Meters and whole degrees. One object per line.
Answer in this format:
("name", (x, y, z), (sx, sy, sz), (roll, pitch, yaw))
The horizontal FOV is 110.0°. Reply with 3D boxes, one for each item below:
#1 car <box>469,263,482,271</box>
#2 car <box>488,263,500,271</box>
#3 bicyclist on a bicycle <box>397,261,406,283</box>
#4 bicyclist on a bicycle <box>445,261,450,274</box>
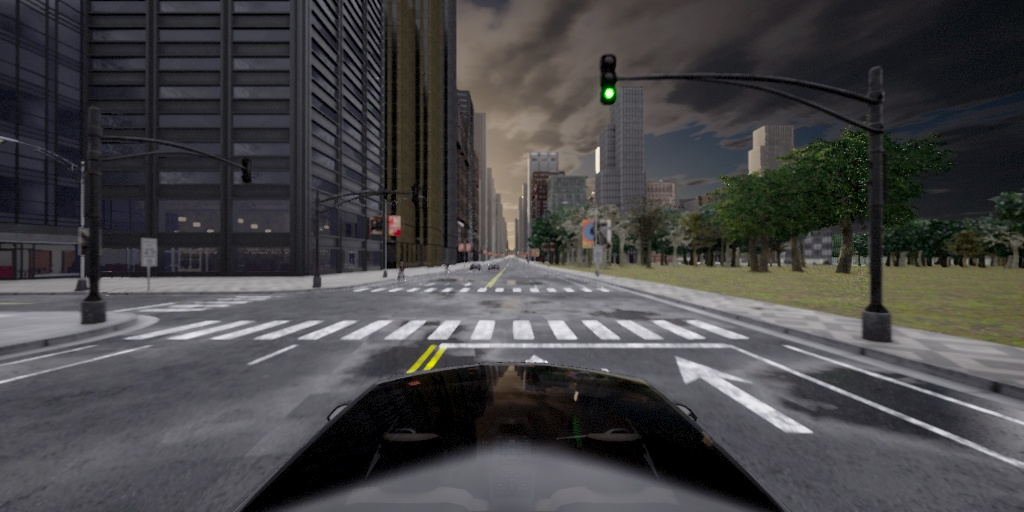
("car", (-6.470, 1.886, 64.208), (2.033, 1.411, 5.357), (0, -1, 0))
("car", (-3.220, 1.905, 64.206), (1.994, 1.385, 4.181), (0, -1, 0))
("bicyclist on a bicycle", (-8.737, 1.245, 28.246), (0.659, 1.776, 1.843), (0, -1, 0))
("bicyclist on a bicycle", (-8.728, 1.500, 48.177), (0.659, 1.776, 1.843), (0, -1, 0))
